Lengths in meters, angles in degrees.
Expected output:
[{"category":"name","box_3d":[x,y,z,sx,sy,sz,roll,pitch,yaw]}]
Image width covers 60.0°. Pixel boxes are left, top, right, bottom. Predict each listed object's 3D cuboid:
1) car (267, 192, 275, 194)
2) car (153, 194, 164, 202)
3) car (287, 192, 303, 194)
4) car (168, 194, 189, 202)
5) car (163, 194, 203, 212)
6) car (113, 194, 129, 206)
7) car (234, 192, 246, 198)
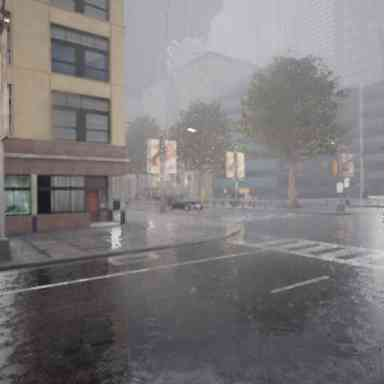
[{"category":"car","box_3d":[20.158,0.672,84.861,1.895,1.301,4.718,-1,0,-36]},{"category":"car","box_3d":[-5.538,1.105,61.632,1.882,1.535,5.008,-1,0,-36]},{"category":"car","box_3d":[20.954,0.618,70.926,2.002,1.452,4.674,-1,0,-36]},{"category":"car","box_3d":[-2.692,1.149,63.671,1.994,1.385,4.181,-1,0,-36]},{"category":"car","box_3d":[-0.749,1.256,35.041,2.128,1.511,4.902,-1,1,-36]},{"category":"car","box_3d":[-11.110,1.117,49.646,2.097,1.767,4.553,-1,1,-35]},{"category":"car","box_3d":[10.494,0.764,78.430,2.161,1.482,4.786,-1,0,-36]}]
